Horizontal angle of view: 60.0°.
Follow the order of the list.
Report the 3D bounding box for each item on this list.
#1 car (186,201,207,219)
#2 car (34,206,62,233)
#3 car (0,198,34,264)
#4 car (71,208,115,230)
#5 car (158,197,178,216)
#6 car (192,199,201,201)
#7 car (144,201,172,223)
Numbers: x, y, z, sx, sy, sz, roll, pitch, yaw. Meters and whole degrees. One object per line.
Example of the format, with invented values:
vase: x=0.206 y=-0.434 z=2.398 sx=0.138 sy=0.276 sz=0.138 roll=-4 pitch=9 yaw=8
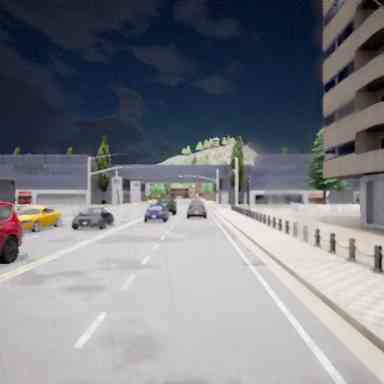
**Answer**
car: x=0.493 y=1.904 z=33.035 sx=1.994 sy=1.385 sz=4.181 roll=0 pitch=-1 yaw=2
car: x=-10.239 y=1.689 z=21.705 sx=1.882 sy=1.535 sz=5.008 roll=0 pitch=-1 yaw=1
car: x=-6.972 y=1.312 z=9.380 sx=2.150 sy=2.045 sz=5.566 roll=0 pitch=-1 yaw=0
car: x=-6.710 y=1.792 z=22.923 sx=1.994 sy=1.385 sz=4.181 roll=0 pitch=-1 yaw=1
car: x=-2.905 y=1.613 z=38.488 sx=2.150 sy=2.045 sz=5.566 roll=0 pitch=-1 yaw=1
car: x=0.572 y=1.780 z=41.669 sx=2.097 sy=1.767 sz=4.553 roll=0 pitch=-1 yaw=1
car: x=-3.024 y=1.818 z=28.814 sx=1.812 sy=1.442 sz=4.674 roll=0 pitch=-1 yaw=0
